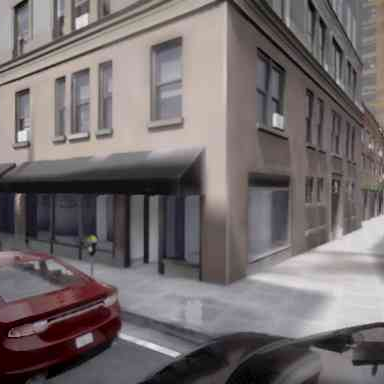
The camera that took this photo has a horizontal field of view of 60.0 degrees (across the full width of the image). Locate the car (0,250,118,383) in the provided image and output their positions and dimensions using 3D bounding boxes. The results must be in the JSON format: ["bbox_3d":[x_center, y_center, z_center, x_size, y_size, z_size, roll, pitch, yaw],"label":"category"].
[{"bbox_3d":[-3.058,1.594,5.137,4.507,1.381,1.887,-1,0,36],"label":"car"}]

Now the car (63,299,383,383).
[{"bbox_3d":[1.421,1.565,1.936,4.313,1.339,1.947,-1,0,36],"label":"car"}]
